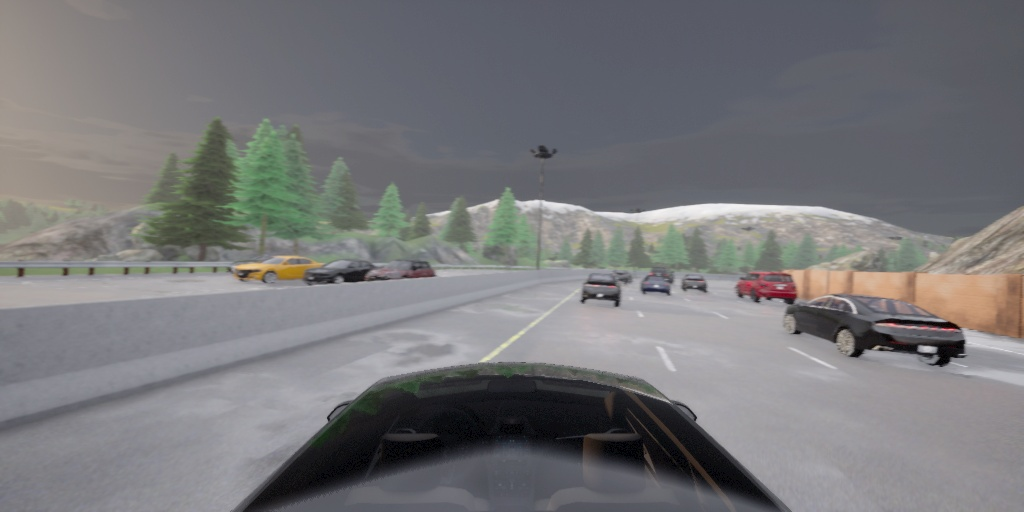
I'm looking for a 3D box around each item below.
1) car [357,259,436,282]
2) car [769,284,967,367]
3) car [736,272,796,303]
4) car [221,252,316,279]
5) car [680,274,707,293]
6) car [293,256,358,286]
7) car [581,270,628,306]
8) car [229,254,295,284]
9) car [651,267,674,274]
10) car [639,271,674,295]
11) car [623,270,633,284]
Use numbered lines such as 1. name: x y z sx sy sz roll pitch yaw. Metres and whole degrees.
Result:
1. car: -6.029 0.959 19.916 2.097 1.767 4.553 3 -1 16
2. car: 9.524 1.828 9.984 2.128 1.511 4.902 3 0 16
3. car: 17.286 2.113 24.613 2.150 2.045 5.566 3 0 17
4. car: -15.852 0.616 23.748 2.128 1.511 4.902 3 -1 16
5. car: 16.274 2.402 32.103 2.128 1.511 4.902 2 -1 24
6. car: -9.495 0.908 20.556 1.882 1.535 5.008 3 -1 16
7. car: 4.707 1.657 18.771 2.128 1.511 4.902 3 -1 16
8. car: -13.107 0.717 20.618 1.882 1.535 5.008 3 -1 16
9. car: 18.086 2.338 43.232 2.150 2.045 5.566 2 -1 31
10. car: 10.793 2.136 27.173 1.994 1.385 4.181 3 0 17
11. car: 11.752 2.225 38.570 2.128 1.511 4.902 2 -1 27
